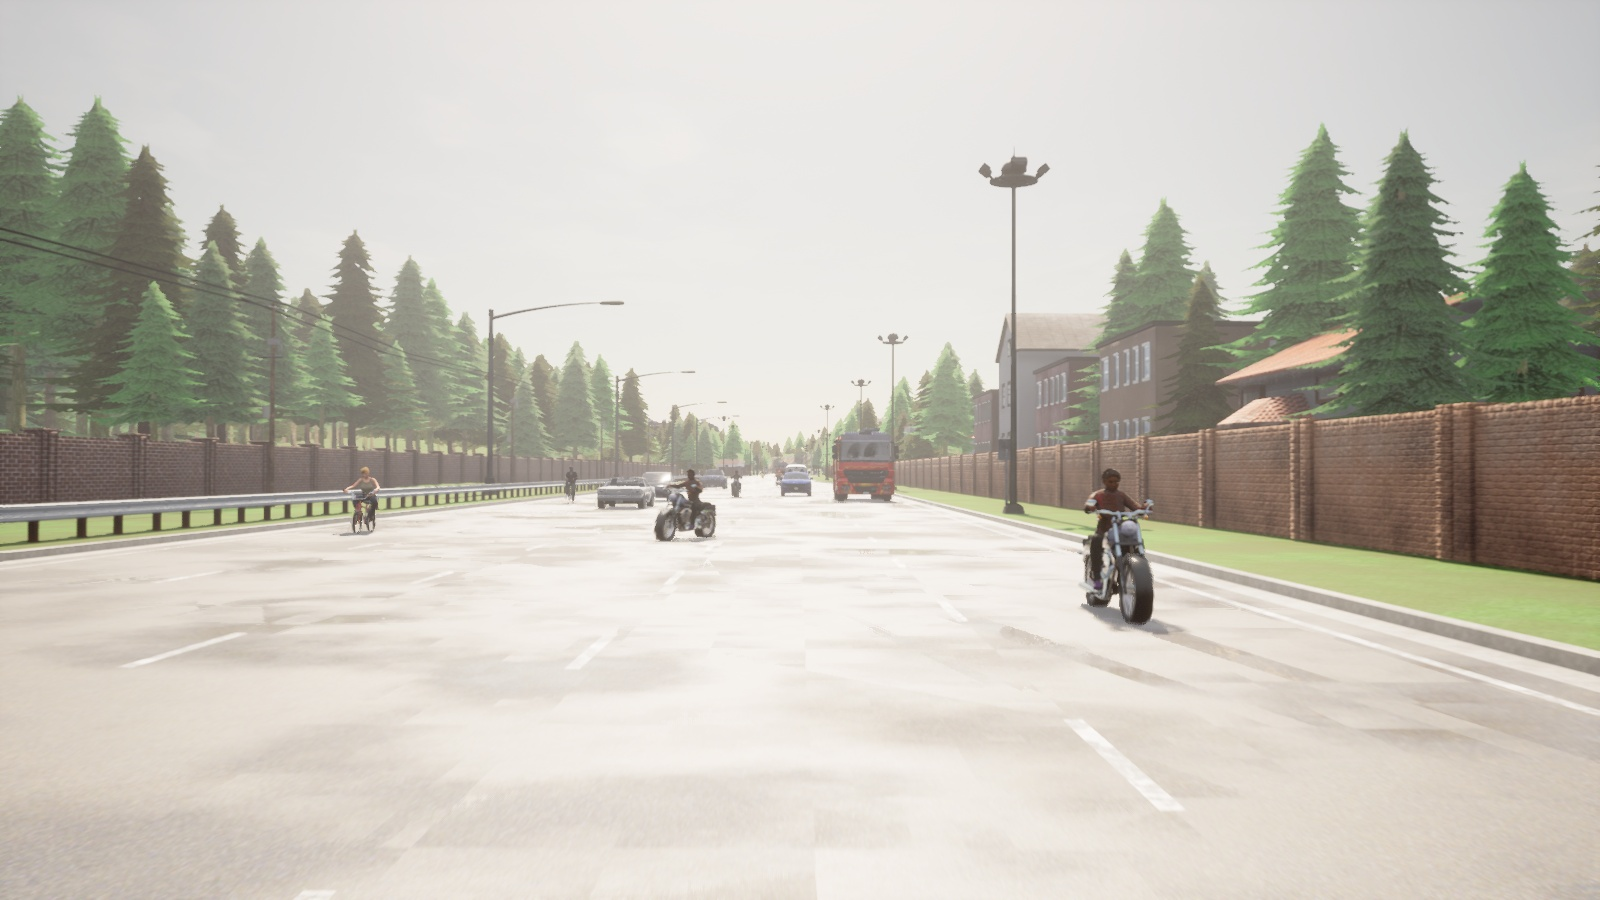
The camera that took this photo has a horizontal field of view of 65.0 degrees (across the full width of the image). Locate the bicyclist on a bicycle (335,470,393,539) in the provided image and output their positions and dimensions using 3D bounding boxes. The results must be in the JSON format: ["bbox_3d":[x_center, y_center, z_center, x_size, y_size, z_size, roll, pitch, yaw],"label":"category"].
[{"bbox_3d":[-10.577,1.301,30.520,0.866,1.612,1.509,0,-1,0],"label":"bicyclist on a bicycle"}]

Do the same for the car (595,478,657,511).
[{"bbox_3d":[-7.141,1.806,51.891,1.895,1.301,4.718,0,-1,0],"label":"car"}]

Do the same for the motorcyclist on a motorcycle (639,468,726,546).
[{"bbox_3d":[-2.606,1.245,28.229,0.766,1.649,2.350,0,0,28],"label":"motorcyclist on a motorcycle"}]

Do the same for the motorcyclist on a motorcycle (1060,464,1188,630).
[{"bbox_3d":[3.462,0.978,13.639,0.766,1.649,2.350,0,-1,0],"label":"motorcyclist on a motorcycle"}]

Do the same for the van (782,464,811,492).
[{"bbox_3d":[-0.254,2.089,93.228,2.069,2.038,4.480,0,-1,0],"label":"van"}]

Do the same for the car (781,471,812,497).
[{"bbox_3d":[-0.211,2.087,77.809,1.882,1.535,5.008,0,-1,0],"label":"car"}]

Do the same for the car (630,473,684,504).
[{"bbox_3d":[-7.172,1.897,63.411,2.163,1.488,4.792,0,-1,0],"label":"car"}]

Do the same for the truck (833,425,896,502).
[{"bbox_3d":[3.314,0.746,66.684,2.891,3.827,8.468,0,-1,0],"label":"truck"}]
